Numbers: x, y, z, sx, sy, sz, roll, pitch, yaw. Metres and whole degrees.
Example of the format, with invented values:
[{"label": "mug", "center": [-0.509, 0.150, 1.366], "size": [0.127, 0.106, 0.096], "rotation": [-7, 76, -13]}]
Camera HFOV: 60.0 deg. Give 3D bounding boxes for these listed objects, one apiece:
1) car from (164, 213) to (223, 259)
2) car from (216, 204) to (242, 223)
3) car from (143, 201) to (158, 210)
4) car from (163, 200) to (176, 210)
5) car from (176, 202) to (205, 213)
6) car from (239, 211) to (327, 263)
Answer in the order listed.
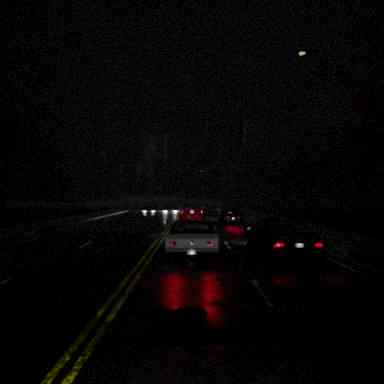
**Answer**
[{"label": "car", "center": [0.008, 1.744, 13.245], "size": [1.895, 1.301, 4.718], "rotation": [0, -1, 0]}, {"label": "car", "center": [3.256, 1.816, 28.498], "size": [1.837, 1.490, 4.892], "rotation": [0, 0, 0]}, {"label": "car", "center": [-6.529, 2.120, 52.790], "size": [2.033, 1.411, 5.357], "rotation": [0, -1, 0]}, {"label": "car", "center": [-3.292, 2.069, 51.801], "size": [1.837, 1.490, 4.892], "rotation": [0, -1, 1]}, {"label": "car", "center": [0.006, 1.659, 28.423], "size": [2.097, 1.767, 4.553], "rotation": [0, -1, 0]}, {"label": "car", "center": [3.251, 1.683, 12.529], "size": [2.033, 1.411, 5.357], "rotation": [0, -1, 0]}]
